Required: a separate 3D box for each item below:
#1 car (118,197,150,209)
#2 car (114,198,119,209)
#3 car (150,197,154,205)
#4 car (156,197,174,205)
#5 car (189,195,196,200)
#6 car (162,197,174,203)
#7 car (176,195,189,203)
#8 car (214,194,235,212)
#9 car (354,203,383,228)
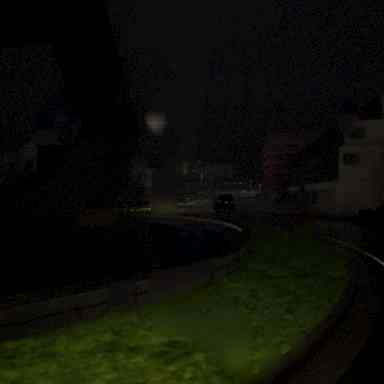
[{"bbox_3d":[-8.580,1.734,49.734,1.812,1.442,4.674,0,0,20],"label":"car"},{"bbox_3d":[-11.692,1.725,51.321,2.128,1.511,4.902,0,0,19],"label":"car"},{"bbox_3d":[-8.250,1.801,66.791,2.033,1.411,5.357,0,0,10],"label":"car"},{"bbox_3d":[-5.084,1.753,64.575,1.812,1.442,4.674,0,0,10],"label":"car"},{"bbox_3d":[-0.081,1.633,94.716,1.837,1.490,4.892,0,0,9],"label":"car"},{"bbox_3d":[-5.782,1.878,81.688,1.895,1.301,4.718,0,0,9],"label":"car"},{"bbox_3d":[-2.597,1.754,79.500,1.837,1.490,4.892,0,0,9],"label":"car"},{"bbox_3d":[4.016,1.319,41.535,2.150,2.045,5.566,-1,0,0],"label":"car"},{"bbox_3d":[12.035,1.330,19.686,2.097,1.767,4.553,0,0,-26],"label":"car"}]
